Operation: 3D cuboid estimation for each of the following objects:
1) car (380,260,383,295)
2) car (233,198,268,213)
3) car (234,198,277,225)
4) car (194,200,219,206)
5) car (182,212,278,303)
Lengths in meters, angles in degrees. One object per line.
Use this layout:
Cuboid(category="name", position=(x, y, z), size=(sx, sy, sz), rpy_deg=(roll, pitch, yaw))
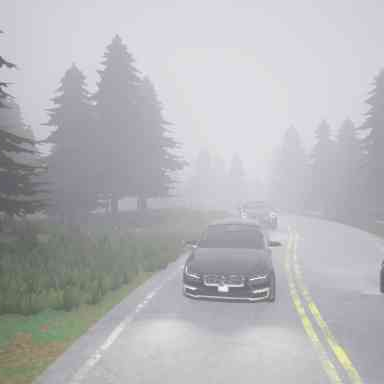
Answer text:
Cuboid(category="car", position=(4.489, 1.309, 4.638), size=(2.097, 1.767, 4.553), rpy_deg=(-1, 0, 8))
Cuboid(category="car", position=(6.166, 1.411, 35.732), size=(1.837, 1.490, 4.892), rpy_deg=(2, -1, -16))
Cuboid(category="car", position=(3.855, 1.270, 20.361), size=(2.097, 1.767, 4.553), rpy_deg=(-1, 0, 5))
Cuboid(category="car", position=(1.873, 1.799, 44.853), size=(1.812, 1.442, 4.674), rpy_deg=(3, -5, -35))
Cuboid(category="car", position=(1.082, 1.496, 8.405), size=(1.837, 1.490, 4.892), rpy_deg=(-1, 0, 12))
